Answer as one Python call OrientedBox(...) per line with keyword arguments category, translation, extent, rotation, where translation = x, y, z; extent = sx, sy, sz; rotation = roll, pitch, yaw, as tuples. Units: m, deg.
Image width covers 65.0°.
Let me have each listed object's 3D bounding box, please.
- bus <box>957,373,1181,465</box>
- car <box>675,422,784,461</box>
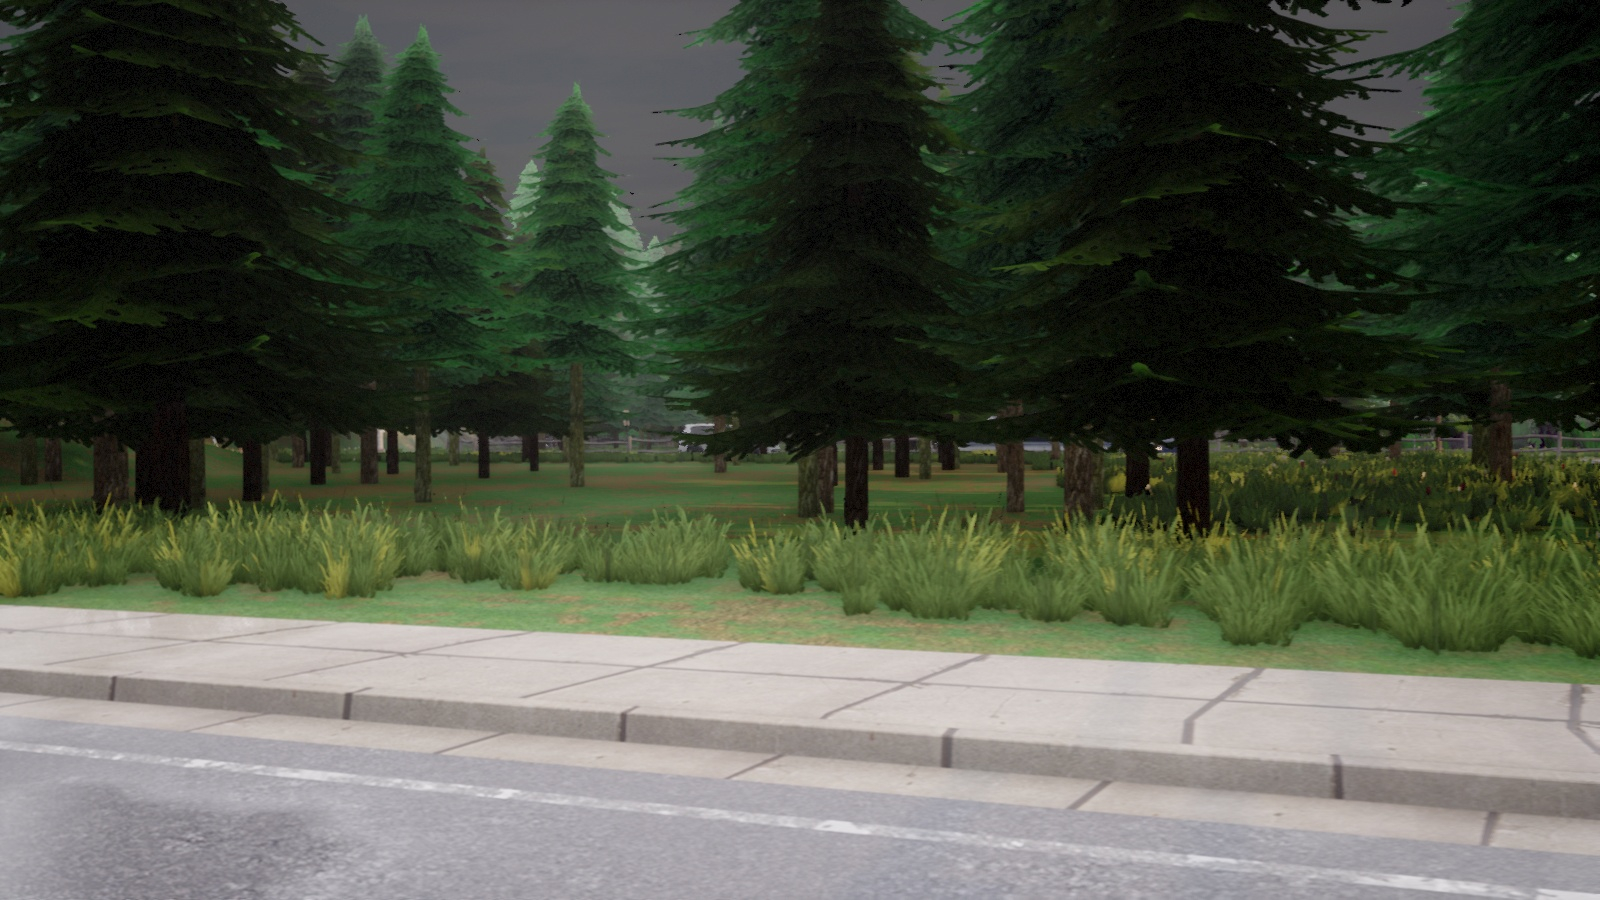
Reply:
OrientedBox(category="bus", translation=(13.248, -1.472, 61.871), extent=(10.273, 4.253, 3.944), rotation=(0, 1, 22))
OrientedBox(category="car", translation=(-3.836, -0.479, 68.342), extent=(5.566, 2.045, 2.150), rotation=(0, 1, 21))
